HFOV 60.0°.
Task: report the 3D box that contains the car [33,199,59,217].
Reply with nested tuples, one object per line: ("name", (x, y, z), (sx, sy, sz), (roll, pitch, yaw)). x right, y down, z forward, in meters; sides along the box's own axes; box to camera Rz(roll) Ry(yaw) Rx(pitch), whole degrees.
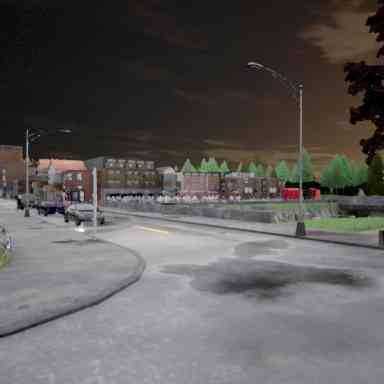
("car", (-13.478, 1.601, 31.854), (1.895, 1.301, 4.718), (0, 0, -35))

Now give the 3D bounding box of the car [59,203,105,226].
("car", (-7.794, 1.526, 23.785), (1.812, 1.442, 4.674), (0, 0, -35))

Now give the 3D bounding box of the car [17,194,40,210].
("car", (-20.911, 1.224, 42.520), (2.150, 2.045, 5.566), (0, 0, -35))
